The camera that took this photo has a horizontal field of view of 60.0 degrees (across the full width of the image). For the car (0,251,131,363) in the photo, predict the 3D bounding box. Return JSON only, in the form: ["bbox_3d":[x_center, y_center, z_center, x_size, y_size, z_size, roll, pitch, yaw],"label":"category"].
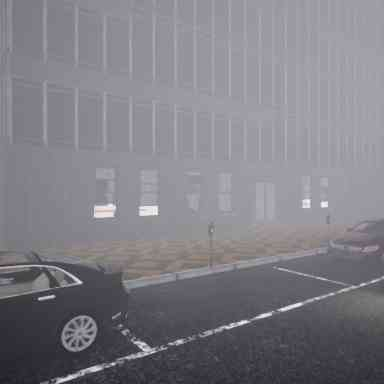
[{"bbox_3d":[-3.002,1.551,4.418,4.403,1.369,2.008,0,0,-36],"label":"car"}]

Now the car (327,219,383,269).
[{"bbox_3d":[6.250,1.582,11.051,4.206,1.307,1.802,0,0,-36],"label":"car"}]
